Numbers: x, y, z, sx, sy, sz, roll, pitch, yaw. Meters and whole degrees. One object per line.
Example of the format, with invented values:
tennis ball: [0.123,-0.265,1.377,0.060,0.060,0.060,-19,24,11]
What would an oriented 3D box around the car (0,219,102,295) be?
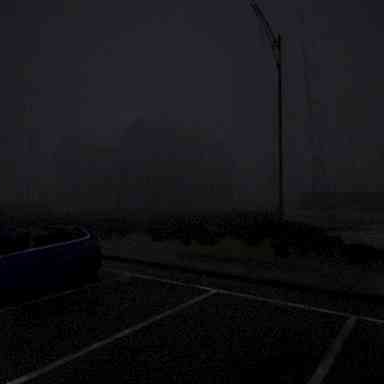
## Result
car: [-4.457,1.556,7.923,2.242,1.667,4.611,-1,0,36]
